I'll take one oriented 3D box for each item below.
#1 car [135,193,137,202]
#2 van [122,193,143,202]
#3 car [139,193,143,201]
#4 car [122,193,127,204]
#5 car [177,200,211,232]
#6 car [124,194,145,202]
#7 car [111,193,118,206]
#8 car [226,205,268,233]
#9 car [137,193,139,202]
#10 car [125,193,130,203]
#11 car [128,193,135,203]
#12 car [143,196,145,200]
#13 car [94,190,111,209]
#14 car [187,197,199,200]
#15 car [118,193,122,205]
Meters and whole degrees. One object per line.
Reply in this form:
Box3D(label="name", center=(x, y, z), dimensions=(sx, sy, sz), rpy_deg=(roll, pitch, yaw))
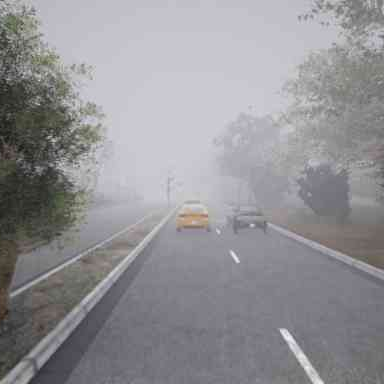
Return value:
Box3D(label="car", center=(-13.971, 1.400, 63.909), dimensions=(5.366, 1.575, 1.946), rpy_deg=(-1, 0, -20))
Box3D(label="van", center=(-13.617, 1.202, 76.046), dimensions=(4.442, 1.987, 1.878), rpy_deg=(-1, 0, -19))
Box3D(label="car", center=(-13.803, 1.164, 69.973), dimensions=(5.566, 2.045, 2.435), rpy_deg=(-1, 0, -20))
Box3D(label="car", center=(-13.813, 1.385, 54.971), dimensions=(4.892, 1.521, 2.231), rpy_deg=(-1, 0, -20))
Box3D(label="car", center=(0.098, 1.470, 20.332), dimensions=(1.882, 1.535, 5.008), rpy_deg=(0, 0, 0))
Box3D(label="car", center=(-13.643, 1.310, 79.024), dimensions=(4.553, 1.767, 2.185), rpy_deg=(-1, 0, -19))
Box3D(label="car", center=(-13.780, 1.253, 48.976), dimensions=(4.553, 1.767, 2.185), rpy_deg=(-1, 0, -20))
Box3D(label="car", center=(3.098, 1.489, 19.463), dimensions=(2.128, 1.511, 4.902), rpy_deg=(0, 0, 0))
Box3D(label="car", center=(-13.782, 1.448, 66.976), dimensions=(4.674, 1.452, 2.002), rpy_deg=(-1, 0, -20))
Box3D(label="car", center=(-13.830, 1.418, 57.956), dimensions=(4.792, 1.488, 2.163), rpy_deg=(-1, 0, -20))
Box3D(label="car", center=(-13.831, 1.144, 60.960), dimensions=(5.566, 2.045, 2.435), rpy_deg=(-1, 0, -20))
Box3D(label="car", center=(-13.732, 1.170, 73.010), dimensions=(5.566, 2.045, 2.435), rpy_deg=(-1, 0, -20))
Box3D(label="car", center=(-13.840, 1.134, 42.949), dimensions=(5.566, 2.045, 2.435), rpy_deg=(-1, 0, -20))
Box3D(label="car", center=(0.095, 1.375, 40.807), dimensions=(1.882, 1.535, 5.008), rpy_deg=(0, 0, 0))
Box3D(label="car", center=(-13.841, 1.256, 51.961), dimensions=(4.553, 1.767, 2.185), rpy_deg=(-1, 0, -20))
